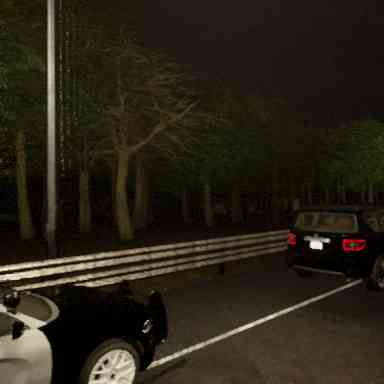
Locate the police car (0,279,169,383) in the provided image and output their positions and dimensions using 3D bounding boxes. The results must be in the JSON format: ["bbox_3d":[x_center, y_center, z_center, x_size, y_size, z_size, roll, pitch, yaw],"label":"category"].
[{"bbox_3d":[-2.575,1.500,3.256,5.238,1.638,1.930,1,-1,-41],"label":"police car"}]

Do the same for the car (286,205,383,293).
[{"bbox_3d":[4.986,1.389,9.669,5.566,2.045,2.150,1,-1,-41],"label":"car"}]
